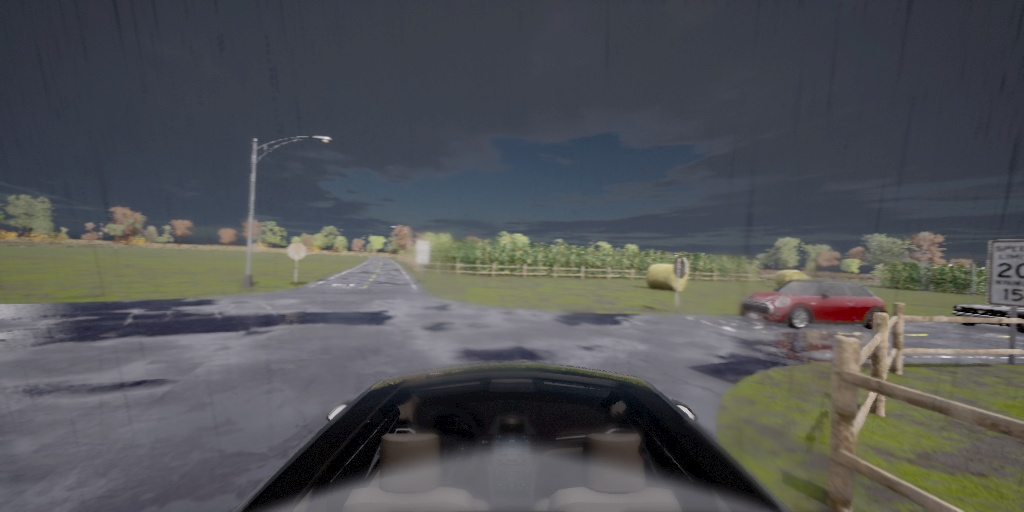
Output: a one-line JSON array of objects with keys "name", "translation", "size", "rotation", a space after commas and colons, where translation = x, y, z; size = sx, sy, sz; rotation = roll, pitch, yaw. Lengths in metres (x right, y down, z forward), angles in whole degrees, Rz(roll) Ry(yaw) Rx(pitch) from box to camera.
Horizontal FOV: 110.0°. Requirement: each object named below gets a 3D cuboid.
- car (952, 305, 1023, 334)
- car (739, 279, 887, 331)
[{"name": "car", "translation": [20.730, 2.353, 14.363], "size": [4.718, 1.301, 1.895], "rotation": [3, 0, -5]}, {"name": "car", "translation": [10.957, 1.665, 13.222], "size": [4.553, 1.767, 2.097], "rotation": [3, 0, -8]}]
